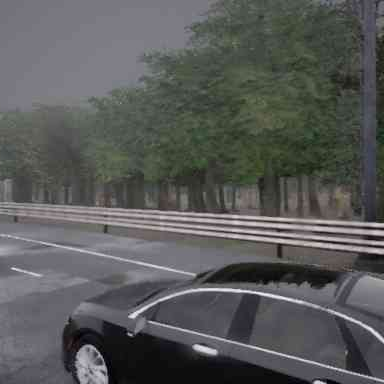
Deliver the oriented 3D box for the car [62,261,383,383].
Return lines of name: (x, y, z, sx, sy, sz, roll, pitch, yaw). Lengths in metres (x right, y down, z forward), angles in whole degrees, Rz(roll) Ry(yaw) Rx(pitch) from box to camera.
car: (0.653, 1.506, 3.405, 4.892, 1.490, 1.837, 0, 0, 36)
